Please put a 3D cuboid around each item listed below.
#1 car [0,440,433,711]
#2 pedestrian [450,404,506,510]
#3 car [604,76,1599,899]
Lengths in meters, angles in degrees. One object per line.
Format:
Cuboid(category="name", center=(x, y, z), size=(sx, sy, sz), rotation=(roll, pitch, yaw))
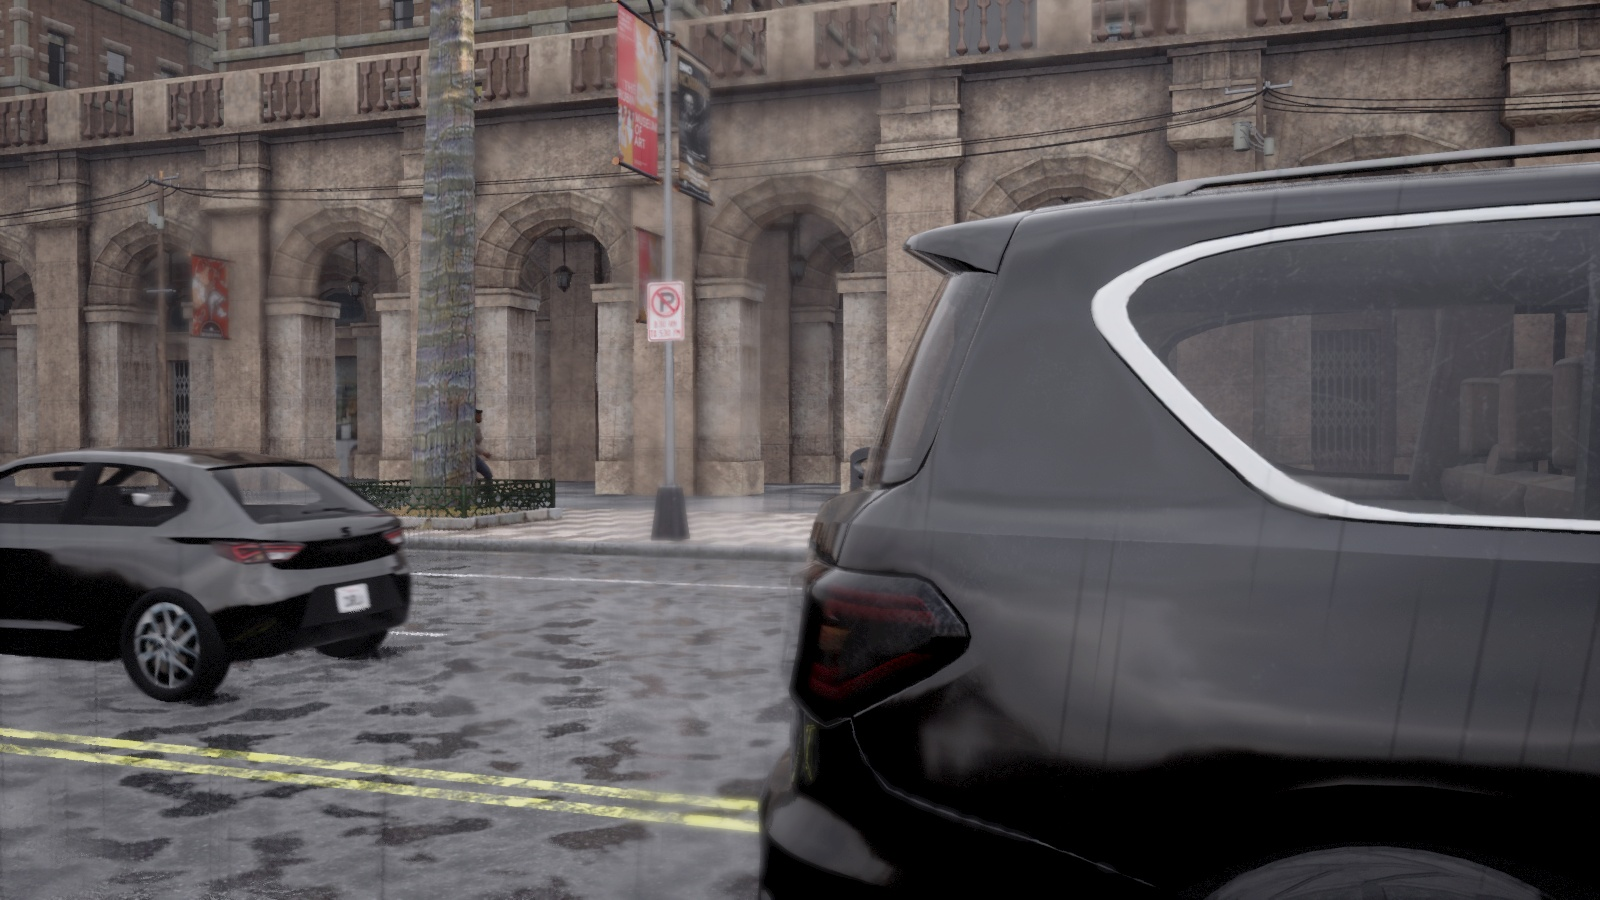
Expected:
Cuboid(category="car", center=(-4.823, 0.686, 8.509), size=(4.193, 1.474, 1.816), rotation=(1, 1, 19))
Cuboid(category="pedestrian", center=(-5.521, 0.118, 21.544), size=(0.869, 1.805, 0.328), rotation=(0, 1, 12))
Cuboid(category="car", center=(2.642, 0.519, 2.301), size=(5.566, 2.045, 2.150), rotation=(1, 1, 19))
